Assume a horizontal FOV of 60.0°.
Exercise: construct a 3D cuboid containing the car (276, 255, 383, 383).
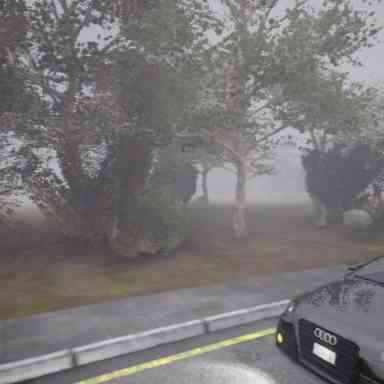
[{"bbox_3d":[3.193,1.531,4.426,4.181,1.385,1.994,0,1,-26],"label":"car"}]
